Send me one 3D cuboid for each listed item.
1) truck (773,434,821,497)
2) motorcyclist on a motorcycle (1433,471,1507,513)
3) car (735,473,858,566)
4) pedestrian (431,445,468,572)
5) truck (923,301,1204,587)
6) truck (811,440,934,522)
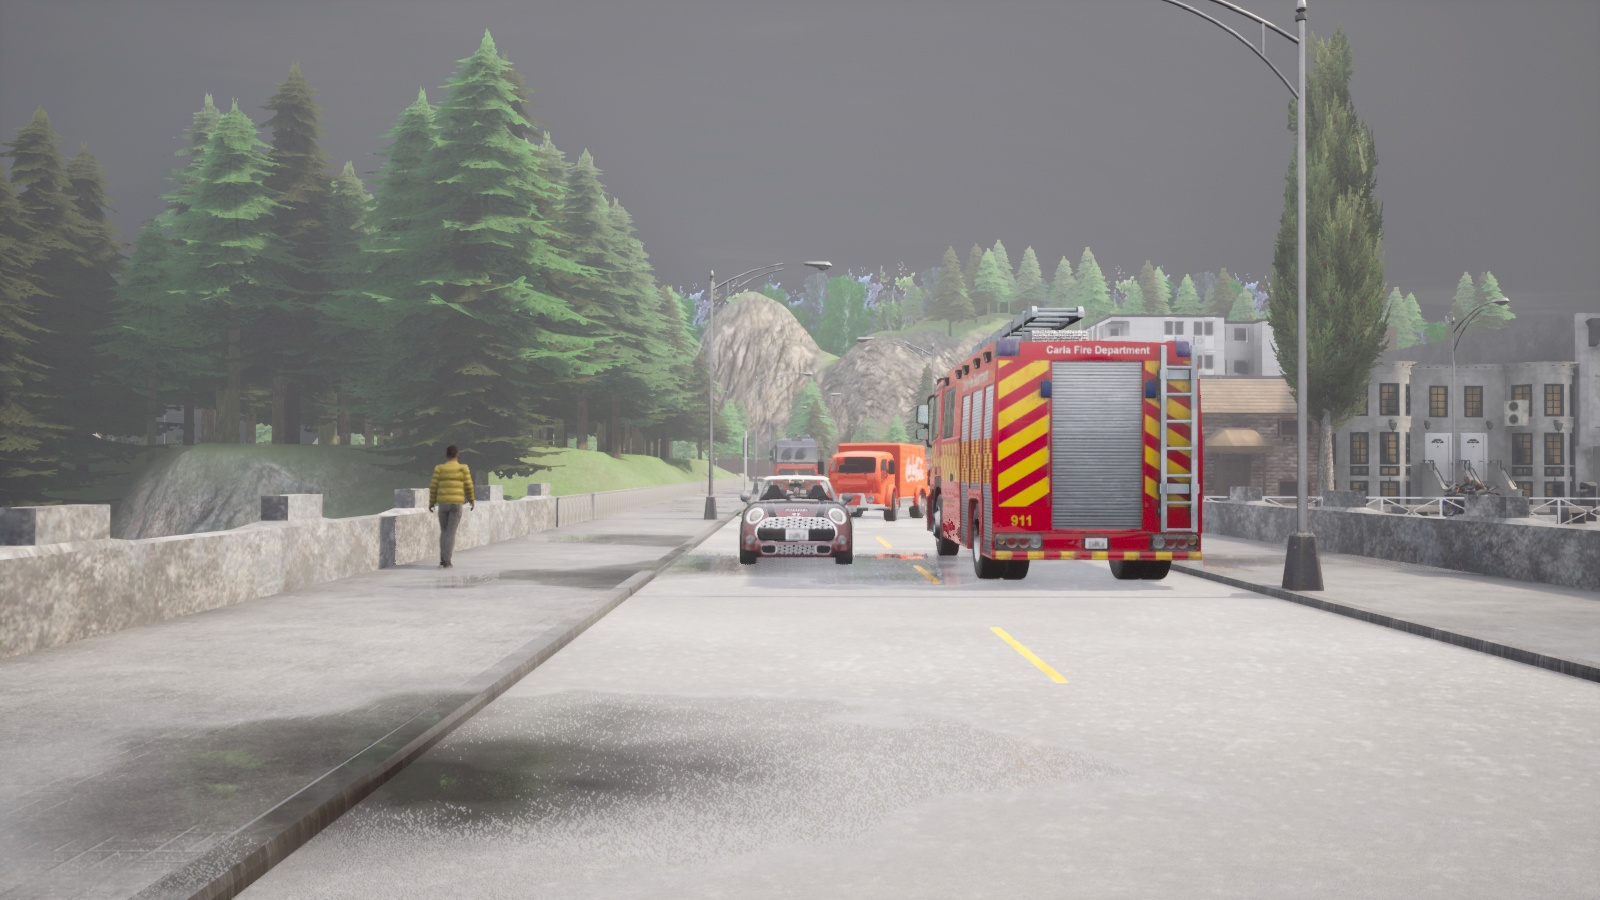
[{"bbox_3d":[-0.205,0.996,80.329,2.891,3.827,8.468,0,-1,0],"label":"truck"},{"bbox_3d":[24.408,1.519,45.770,2.191,1.530,0.866,0,-1,0],"label":"motorcyclist on a motorcycle"},{"bbox_3d":[-0.054,1.150,22.044,1.970,1.475,3.806,0,-1,0],"label":"car"},{"bbox_3d":[-5.199,0.857,18.635,0.431,1.840,0.709,0,-1,-8],"label":"pedestrian"},{"bbox_3d":[3.942,-0.013,21.061,2.891,3.827,8.468,0,-1,0],"label":"truck"},{"bbox_3d":[2.445,0.998,40.645,2.627,2.467,5.204,-1,-1,19],"label":"truck"}]
